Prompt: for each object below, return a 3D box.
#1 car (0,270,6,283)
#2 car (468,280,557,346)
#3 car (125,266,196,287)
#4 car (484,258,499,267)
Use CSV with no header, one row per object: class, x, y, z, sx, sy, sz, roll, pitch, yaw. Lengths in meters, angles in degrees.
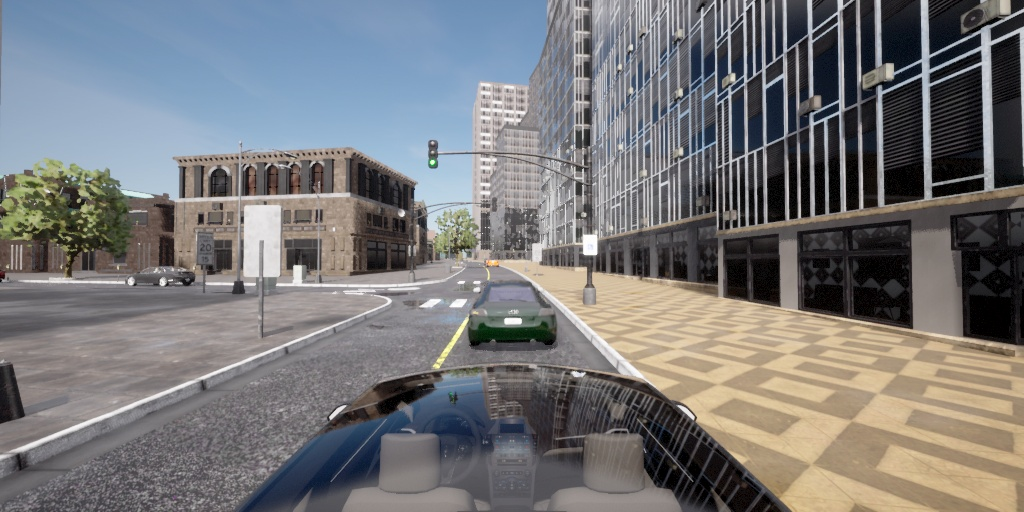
car,-41.452,1.380,27.459,4.507,1.381,1.888,0,0,9
car,-0.070,1.316,9.418,1.994,1.385,4.181,0,0,-3
car,-24.213,1.379,24.703,4.403,1.370,2.007,0,0,9
car,-3.557,1.096,64.688,2.097,1.767,4.553,0,0,-7
